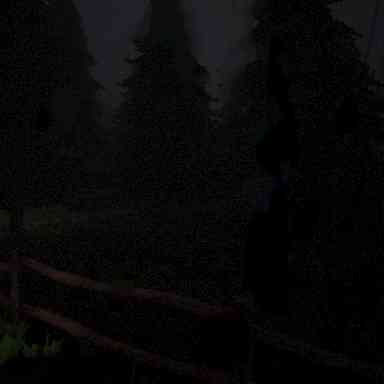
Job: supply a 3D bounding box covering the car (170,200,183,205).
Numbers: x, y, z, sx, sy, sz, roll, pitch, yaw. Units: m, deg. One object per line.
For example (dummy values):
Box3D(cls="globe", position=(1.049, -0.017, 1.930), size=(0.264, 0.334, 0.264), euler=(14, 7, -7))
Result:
Box3D(cls="car", position=(-2.726, 1.591, 37.117), size=(4.181, 1.385, 1.994), euler=(0, 0, -13))
